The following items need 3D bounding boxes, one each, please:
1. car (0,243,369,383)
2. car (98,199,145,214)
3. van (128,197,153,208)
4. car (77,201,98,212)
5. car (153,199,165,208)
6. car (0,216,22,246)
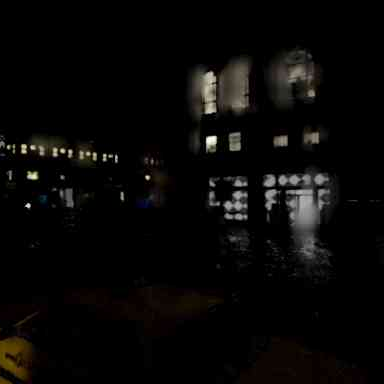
[{"bbox_3d":[-0.819,1.533,3.459,4.829,1.417,1.752,0,0,36],"label":"car"},{"bbox_3d":[-7.872,1.755,37.308,1.887,1.381,4.507,-1,-1,35],"label":"car"},{"bbox_3d":[-8.419,1.630,51.199,1.690,1.788,3.998,-1,-1,35],"label":"van"},{"bbox_3d":[-12.155,1.795,41.362,1.994,1.385,4.181,0,0,35],"label":"car"},{"bbox_3d":[-5.241,1.869,55.718,2.008,1.369,4.403,-1,-1,35],"label":"car"},{"bbox_3d":[-5.191,1.339,6.578,5.009,1.841,2.192,0,0,36],"label":"car"}]
